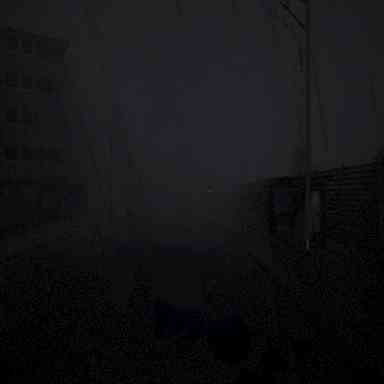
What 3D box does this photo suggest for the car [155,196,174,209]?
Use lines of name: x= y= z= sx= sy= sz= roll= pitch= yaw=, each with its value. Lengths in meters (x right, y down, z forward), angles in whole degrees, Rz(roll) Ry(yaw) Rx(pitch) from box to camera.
car: x=-4.008 y=1.504 z=46.044 sx=2.128 sy=1.511 sz=4.902 roll=0 pitch=0 yaw=0

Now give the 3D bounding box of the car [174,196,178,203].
car: x=-4.013 y=1.543 z=72.854 sx=2.128 sy=1.511 sz=4.902 roll=0 pitch=0 yaw=0
